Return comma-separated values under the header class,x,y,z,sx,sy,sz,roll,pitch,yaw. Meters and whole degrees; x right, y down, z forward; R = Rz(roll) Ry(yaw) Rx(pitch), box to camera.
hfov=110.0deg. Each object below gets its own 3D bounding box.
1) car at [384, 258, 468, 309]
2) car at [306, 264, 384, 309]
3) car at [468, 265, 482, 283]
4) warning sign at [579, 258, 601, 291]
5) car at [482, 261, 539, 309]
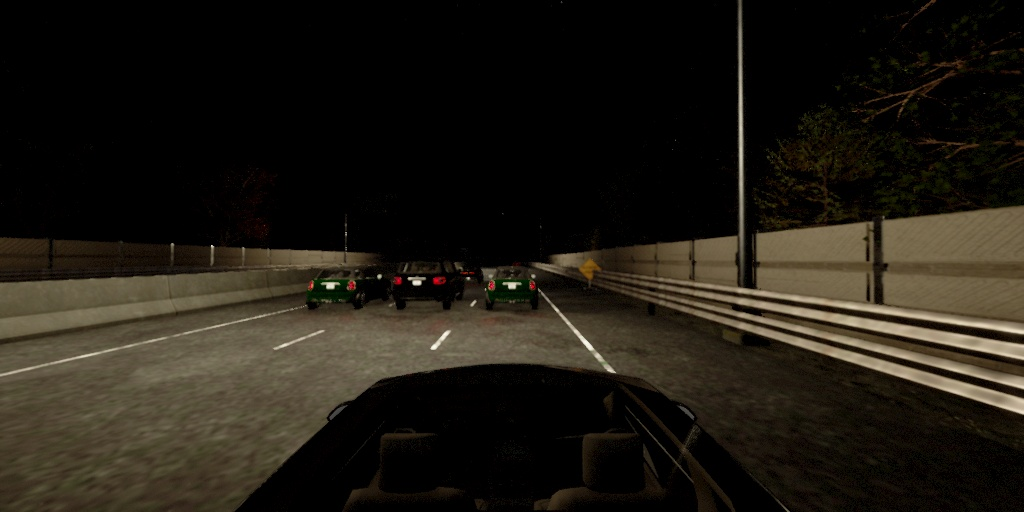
class,x,y,z,sx,sy,sz,roll,pitch,yaw
car,-3.493,1.102,15.863,2.150,2.045,5.566,0,0,0
car,-6.991,1.236,15.930,2.097,1.767,4.553,0,-1,0
car,-3.483,1.549,31.159,1.837,1.490,4.892,0,0,0
warning sign,4.559,1.051,20.970,1.300,1.860,1.060,0,0,0
car,0.008,1.236,15.935,2.097,1.767,4.553,0,-1,0
